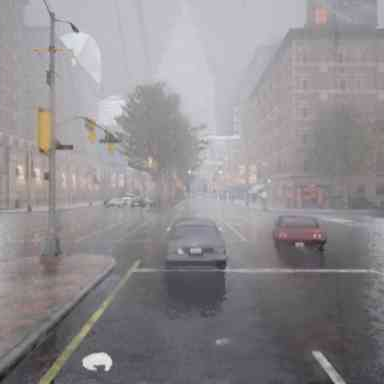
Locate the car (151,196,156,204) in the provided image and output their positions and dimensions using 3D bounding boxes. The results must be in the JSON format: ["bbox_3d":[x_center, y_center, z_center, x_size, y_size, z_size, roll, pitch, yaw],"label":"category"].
[{"bbox_3d":[-8.003,1.714,60.527,1.812,1.442,4.674,0,0,0],"label":"car"}]

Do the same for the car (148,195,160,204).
[{"bbox_3d":[-8.004,1.575,70.787,2.097,1.767,4.553,0,0,0],"label":"car"}]

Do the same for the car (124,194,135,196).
[{"bbox_3d":[-11.503,1.410,60.487,2.150,2.045,5.566,0,0,0],"label":"car"}]

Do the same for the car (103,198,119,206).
[{"bbox_3d":[-14.753,1.784,60.743,1.895,1.301,4.718,0,0,0],"label":"car"}]

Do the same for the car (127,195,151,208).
[{"bbox_3d":[-8.060,1.650,50.759,2.128,1.511,4.902,0,0,0],"label":"car"}]

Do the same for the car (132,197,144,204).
[{"bbox_3d":[-11.504,1.744,70.753,1.812,1.442,4.674,0,0,0],"label":"car"}]

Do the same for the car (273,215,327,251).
[{"bbox_3d":[4.511,1.646,14.365,1.895,1.301,4.718,0,0,14],"label":"car"}]

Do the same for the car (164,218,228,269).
[{"bbox_3d":[0.097,1.582,11.191,2.033,1.411,5.357,0,0,0],"label":"car"}]

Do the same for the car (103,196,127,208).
[{"bbox_3d":[-11.559,1.683,50.473,1.812,1.442,4.674,0,0,0],"label":"car"}]
